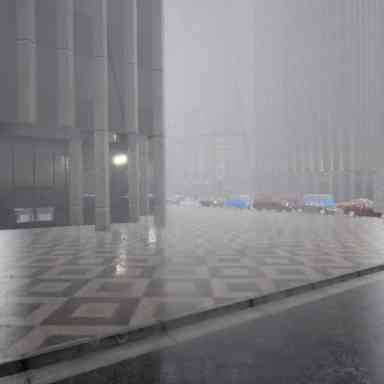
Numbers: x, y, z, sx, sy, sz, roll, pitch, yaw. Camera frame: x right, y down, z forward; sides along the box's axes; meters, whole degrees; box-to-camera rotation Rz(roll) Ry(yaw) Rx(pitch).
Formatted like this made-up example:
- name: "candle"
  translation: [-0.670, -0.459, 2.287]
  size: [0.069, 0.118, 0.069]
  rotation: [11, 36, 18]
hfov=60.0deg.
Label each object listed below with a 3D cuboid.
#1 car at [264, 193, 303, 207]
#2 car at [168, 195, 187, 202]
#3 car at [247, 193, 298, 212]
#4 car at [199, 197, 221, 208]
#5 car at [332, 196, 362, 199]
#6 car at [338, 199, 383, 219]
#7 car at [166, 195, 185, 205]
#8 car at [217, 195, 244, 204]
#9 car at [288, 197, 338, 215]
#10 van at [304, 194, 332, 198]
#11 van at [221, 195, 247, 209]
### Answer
- name: "car"
  translation: [12.916, 1.130, 47.348]
  size: [2.192, 1.841, 5.009]
  rotation: [-1, 1, -35]
- name: "car"
  translation: [-3.120, 1.257, 69.842]
  size: [2.008, 1.369, 4.403]
  rotation: [-1, 1, -35]
- name: "car"
  translation: [9.173, 1.290, 37.907]
  size: [2.192, 1.841, 5.009]
  rotation: [-1, 1, -35]
- name: "car"
  translation: [2.755, 1.372, 46.903]
  size: [1.967, 1.590, 4.097]
  rotation: [-1, 1, -35]
- name: "car"
  translation: [19.234, 1.385, 38.492]
  size: [1.752, 1.417, 4.829]
  rotation: [-1, 1, -35]
- name: "car"
  translation: [15.594, 1.567, 28.914]
  size: [1.887, 1.381, 4.507]
  rotation: [-1, 1, -35]
- name: "car"
  translation: [-3.664, 1.439, 55.899]
  size: [2.008, 1.369, 4.403]
  rotation: [-1, 1, -35]
- name: "car"
  translation: [6.404, 1.296, 56.485]
  size: [1.752, 1.417, 4.829]
  rotation: [-1, 1, -35]
- name: "car"
  translation: [12.385, 1.549, 33.412]
  size: [2.008, 1.369, 4.403]
  rotation: [-1, 1, -35]
- name: "van"
  translation: [16.124, 1.179, 42.849]
  size: [1.690, 1.788, 3.998]
  rotation: [-1, 1, -35]
- name: "van"
  translation: [5.963, 1.294, 42.405]
  size: [1.690, 1.788, 3.998]
  rotation: [-1, 1, -35]
